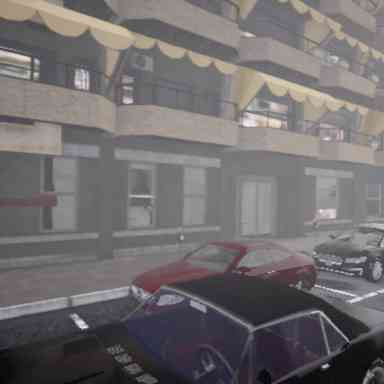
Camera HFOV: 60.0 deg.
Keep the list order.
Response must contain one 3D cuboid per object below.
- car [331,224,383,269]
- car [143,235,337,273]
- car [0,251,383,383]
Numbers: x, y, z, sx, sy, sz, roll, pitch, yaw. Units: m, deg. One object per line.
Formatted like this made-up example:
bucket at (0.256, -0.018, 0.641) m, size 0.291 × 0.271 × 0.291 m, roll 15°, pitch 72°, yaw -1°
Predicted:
car at (5.330, 1.653, 9.890) m, size 4.403 × 1.369 × 2.008 m, roll 1°, pitch 0°, yaw -35°
car at (0.822, 1.627, 6.677) m, size 4.206 × 1.307 × 1.802 m, roll 1°, pitch 0°, yaw -35°
car at (0.163, 1.620, 3.189) m, size 4.718 × 1.301 × 1.895 m, roll 1°, pitch 0°, yaw -35°
